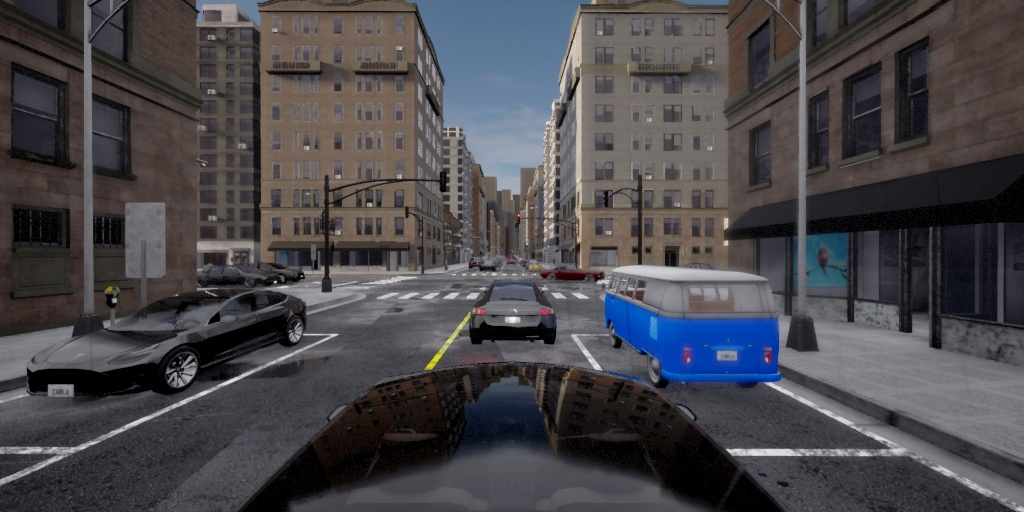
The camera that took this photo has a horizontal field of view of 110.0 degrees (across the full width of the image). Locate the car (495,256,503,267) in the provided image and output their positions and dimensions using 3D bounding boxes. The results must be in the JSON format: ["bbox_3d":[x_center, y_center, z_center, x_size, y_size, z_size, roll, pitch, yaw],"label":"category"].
[{"bbox_3d":[-3.119,1.224,62.023,2.128,1.511,4.902,0,0,0],"label":"car"}]

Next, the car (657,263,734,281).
[{"bbox_3d":[15.233,1.289,29.941,5.357,1.411,2.033,0,0,0],"label":"car"}]

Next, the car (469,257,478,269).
[{"bbox_3d":[-5.676,1.050,56.809,2.192,1.841,5.009,0,0,0],"label":"car"}]

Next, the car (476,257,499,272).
[{"bbox_3d":[-3.024,1.219,45.768,1.882,1.535,5.008,0,0,1],"label":"car"}]

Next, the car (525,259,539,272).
[{"bbox_3d":[2.929,1.267,45.988,1.751,1.417,4.829,0,0,0],"label":"car"}]

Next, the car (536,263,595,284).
[{"bbox_3d":[4.600,1.354,27.360,4.718,1.301,1.895,0,0,26],"label":"car"}]

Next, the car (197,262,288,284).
[{"bbox_3d":[-17.890,1.282,23.065,5.357,1.411,2.033,0,0,0],"label":"car"}]

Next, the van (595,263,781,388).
[{"bbox_3d":[2.884,1.090,6.628,1.690,1.789,3.998,0,0,0],"label":"van"}]

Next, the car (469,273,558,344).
[{"bbox_3d":[0.046,1.314,9.553,1.994,1.385,4.181,0,0,1],"label":"car"}]

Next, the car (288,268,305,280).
[{"bbox_3d":[-17.860,1.230,26.316,4.892,1.490,1.837,0,0,0],"label":"car"}]

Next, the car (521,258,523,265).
[{"bbox_3d":[2.849,1.286,56.870,2.007,1.370,4.403,0,0,0],"label":"car"}]

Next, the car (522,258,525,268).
[{"bbox_3d":[2.890,1.178,51.344,1.967,1.591,4.097,0,0,0],"label":"car"}]

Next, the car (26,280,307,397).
[{"bbox_3d":[-5.641,1.315,6.674,1.948,1.339,4.313,0,0,0],"label":"car"}]
